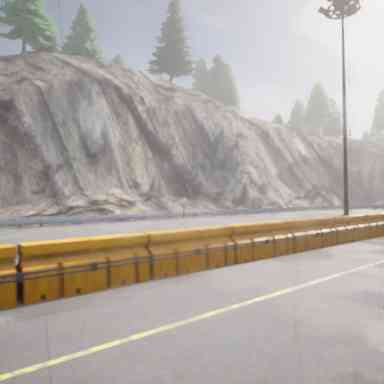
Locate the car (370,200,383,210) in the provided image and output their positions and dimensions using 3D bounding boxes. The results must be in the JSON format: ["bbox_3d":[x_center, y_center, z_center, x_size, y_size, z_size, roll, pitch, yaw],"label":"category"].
[{"bbox_3d":[29.087,1.921,50.469,4.674,1.442,1.812,0,-1,-28],"label":"car"}]
